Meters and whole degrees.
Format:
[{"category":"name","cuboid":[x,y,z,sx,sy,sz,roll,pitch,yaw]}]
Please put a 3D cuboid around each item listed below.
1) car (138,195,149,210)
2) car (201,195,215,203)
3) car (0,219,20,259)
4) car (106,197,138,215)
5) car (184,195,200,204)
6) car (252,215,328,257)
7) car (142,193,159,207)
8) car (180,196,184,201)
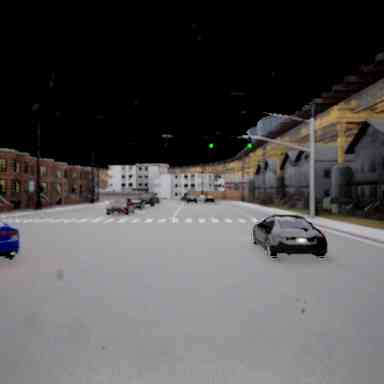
[{"category":"car","cuboid":[-7.065,1.521,42.125,1.812,1.442,4.674,0,0,0]},{"category":"car","cuboid":[3.452,1.469,66.348,1.882,1.535,5.008,0,0,-3]},{"category":"car","cuboid":[-7.797,1.476,11.489,5.008,1.535,1.882,0,-1,39]},{"category":"car","cuboid":[-7.095,1.348,33.325,2.097,1.767,4.553,0,0,0]},{"category":"car","cuboid":[-0.037,1.345,65.458,2.097,1.767,4.553,0,0,-3]},{"category":"car","cuboid":[3.596,1.562,12.913,1.994,1.385,4.181,0,0,0]},{"category":"car","cuboid":[-7.016,1.215,52.359,2.150,2.045,5.566,0,0,0]},{"category":"car","cuboid":[-1.202,1.403,75.579,2.033,1.411,5.357,0,0,-17]}]
